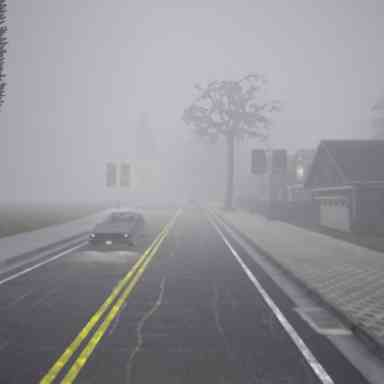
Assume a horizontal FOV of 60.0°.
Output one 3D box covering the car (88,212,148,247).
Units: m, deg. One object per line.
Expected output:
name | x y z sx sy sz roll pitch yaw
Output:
car | -3.292 1.652 15.902 2.033 1.411 5.357 0 0 1

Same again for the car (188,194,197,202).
car | 0.047 1.458 77.013 2.097 1.767 4.553 0 0 0

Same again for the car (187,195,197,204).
car | 0.040 1.782 67.060 1.895 1.301 4.718 0 0 0
